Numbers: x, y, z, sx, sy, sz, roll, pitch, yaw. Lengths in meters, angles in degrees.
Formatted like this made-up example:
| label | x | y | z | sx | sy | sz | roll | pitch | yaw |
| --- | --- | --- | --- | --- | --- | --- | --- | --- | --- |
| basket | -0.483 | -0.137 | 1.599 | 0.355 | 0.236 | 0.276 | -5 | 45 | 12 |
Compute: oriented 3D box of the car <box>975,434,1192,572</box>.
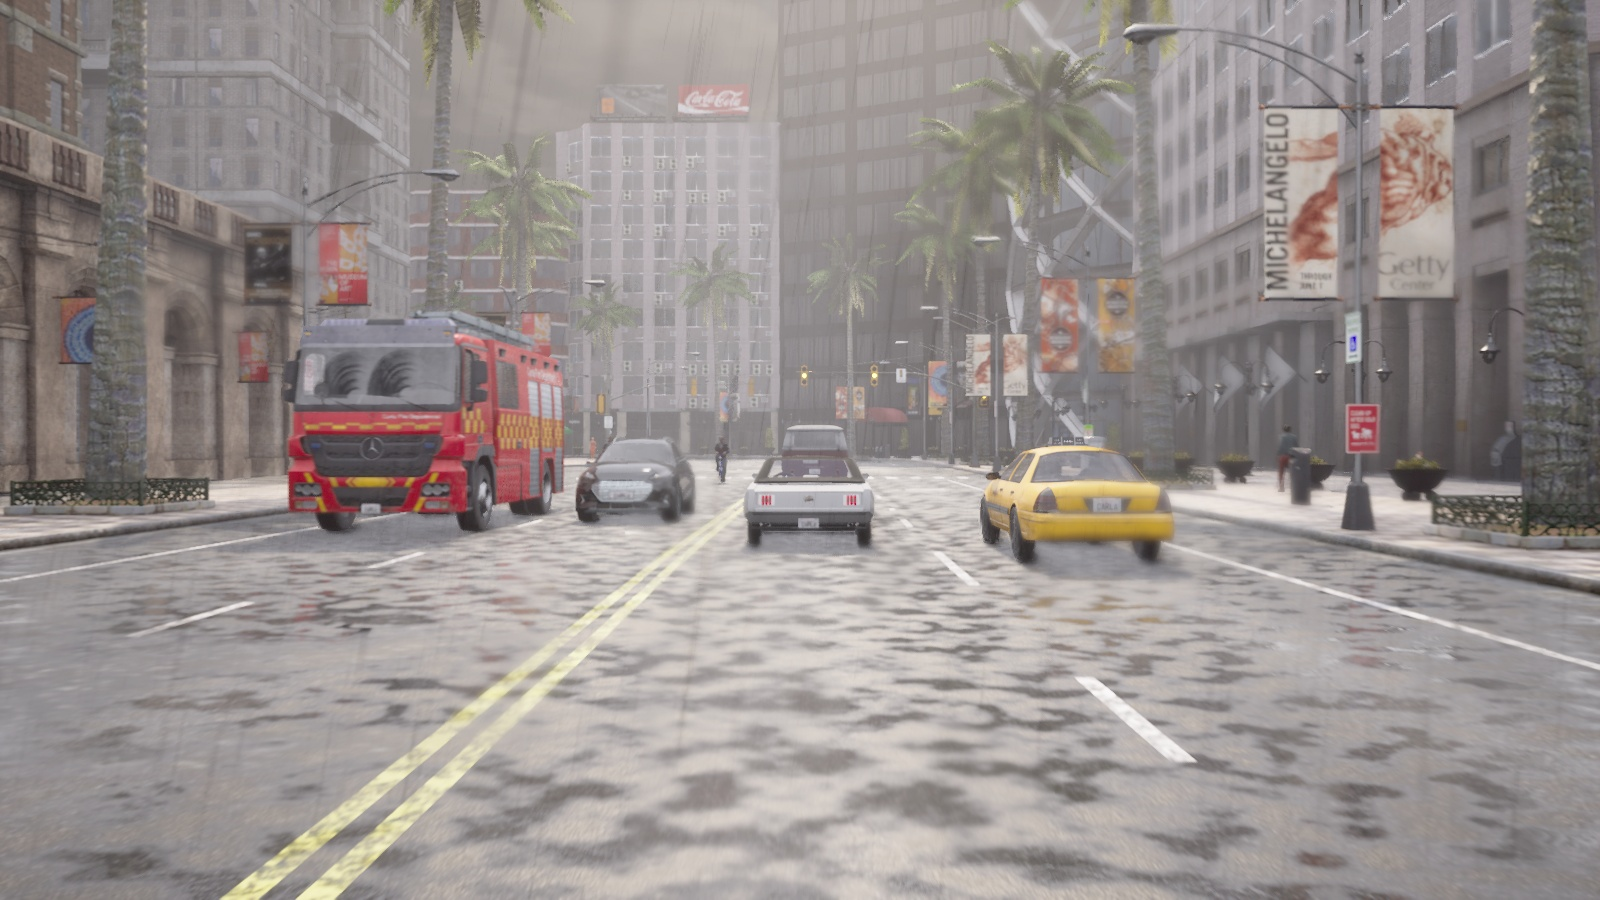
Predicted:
| label | x | y | z | sx | sy | sz | roll | pitch | yaw |
| --- | --- | --- | --- | --- | --- | --- | --- | --- | --- |
| car | 3.622 | 0.596 | 17.078 | 1.801 | 1.575 | 5.366 | 0 | 0 | 1 |

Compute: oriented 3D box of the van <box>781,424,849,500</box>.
| label | x | y | z | sx | sy | sz | roll | pitch | yaw |
| --- | --- | --- | --- | --- | --- | --- | --- | --- | --- |
| van | 0.425 | 0.308 | 34.973 | 1.775 | 1.987 | 4.442 | 0 | 0 | 1 |

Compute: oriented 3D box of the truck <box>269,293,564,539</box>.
| label | x | y | z | sx | sy | sz | roll | pitch | yaw |
| --- | --- | --- | --- | --- | --- | --- | --- | --- | --- |
| truck | -6.765 | -0.551 | 23.785 | 2.891 | 3.827 | 8.468 | 0 | 0 | 1 |

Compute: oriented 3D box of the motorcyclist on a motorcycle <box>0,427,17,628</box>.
| label | x | y | z | sx | sy | sz | roll | pitch | yaw |
| --- | --- | --- | --- | --- | --- | --- | --- | --- | --- |
| motorcyclist on a motorcycle | -6.937 | 0.641 | 9.321 | 0.766 | 1.649 | 2.350 | 0 | 0 | 0 |

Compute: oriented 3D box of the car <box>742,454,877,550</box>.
| label | x | y | z | sx | sy | sz | roll | pitch | yaw |
| --- | --- | --- | --- | --- | --- | --- | --- | --- | --- |
| car | 0.166 | 0.740 | 20.008 | 1.895 | 1.301 | 4.718 | 0 | 0 | 1 |

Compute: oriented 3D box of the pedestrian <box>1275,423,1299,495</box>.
| label | x | y | z | sx | sy | sz | roll | pitch | yaw |
| --- | --- | --- | --- | --- | --- | --- | --- | --- | --- |
| pedestrian | 12.624 | 0.239 | 32.549 | 0.353 | 1.847 | 0.614 | 0 | 0 | -1 |

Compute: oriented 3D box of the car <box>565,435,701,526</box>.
| label | x | y | z | sx | sy | sz | roll | pitch | yaw |
| --- | --- | --- | --- | --- | --- | --- | --- | --- | --- |
| car | -3.235 | 0.538 | 25.315 | 2.033 | 1.649 | 4.856 | 0 | 0 | 1 |
